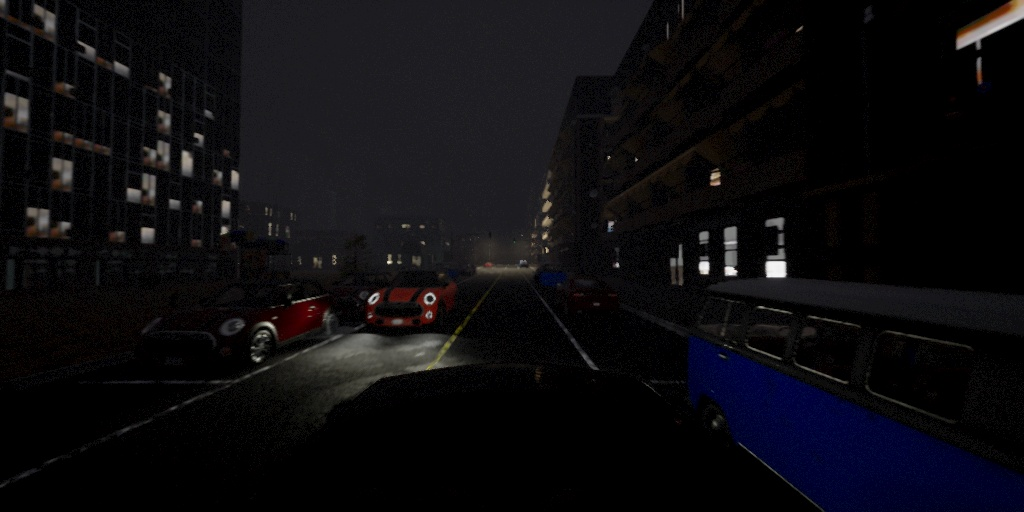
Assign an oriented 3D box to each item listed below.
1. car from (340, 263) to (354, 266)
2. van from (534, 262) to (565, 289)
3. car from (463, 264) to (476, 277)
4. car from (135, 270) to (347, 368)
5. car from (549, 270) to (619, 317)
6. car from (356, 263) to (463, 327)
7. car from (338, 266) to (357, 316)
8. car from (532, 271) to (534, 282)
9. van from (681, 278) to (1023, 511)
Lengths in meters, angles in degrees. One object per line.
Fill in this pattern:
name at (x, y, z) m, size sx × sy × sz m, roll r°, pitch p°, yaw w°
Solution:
car at (-26.354, 1.854, 59.268) m, size 4.097 × 1.591 × 1.967 m, roll 0°, pitch 0°, yaw 1°
van at (2.701, 1.348, 24.951) m, size 1.690 × 1.789 × 3.998 m, roll 0°, pitch 0°, yaw 0°
car at (-5.642, 1.624, 41.858) m, size 1.967 × 1.591 × 4.097 m, roll 0°, pitch 0°, yaw 0°
car at (-5.659, 1.261, 7.984) m, size 1.967 × 1.591 × 4.097 m, roll 0°, pitch 0°, yaw 0°
car at (2.697, 1.429, 13.660) m, size 1.888 × 1.381 × 4.507 m, roll 0°, pitch 0°, yaw 0°
car at (-3.096, 1.217, 11.962) m, size 2.097 × 1.767 × 4.553 m, roll 0°, pitch -1°, yaw 0°
car at (-5.651, 1.324, 13.630) m, size 1.967 × 1.591 × 4.097 m, roll 0°, pitch 0°, yaw 0°
car at (2.702, 1.633, 30.597) m, size 1.948 × 1.339 × 4.313 m, roll 0°, pitch 0°, yaw 0°
van at (2.693, 1.098, 2.366) m, size 1.690 × 1.789 × 3.998 m, roll 0°, pitch 0°, yaw 0°
